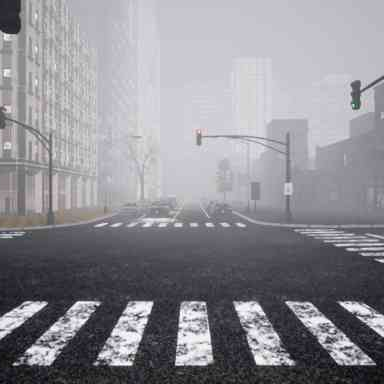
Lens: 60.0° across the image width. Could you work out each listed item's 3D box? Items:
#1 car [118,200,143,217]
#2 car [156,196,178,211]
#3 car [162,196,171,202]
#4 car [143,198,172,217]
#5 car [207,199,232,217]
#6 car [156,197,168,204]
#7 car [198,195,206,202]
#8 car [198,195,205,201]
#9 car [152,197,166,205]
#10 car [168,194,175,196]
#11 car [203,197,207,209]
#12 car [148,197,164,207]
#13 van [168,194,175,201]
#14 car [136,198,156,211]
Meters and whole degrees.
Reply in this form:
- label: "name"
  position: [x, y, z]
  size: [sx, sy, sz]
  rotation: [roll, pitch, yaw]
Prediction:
- label: "car"
  position: [-5.707, 1.591, 30.816]
  size: [1.802, 1.307, 4.206]
  rotation: [0, 0, 0]
- label: "car"
  position: [-3.120, 1.579, 40.960]
  size: [1.994, 1.385, 4.181]
  rotation: [0, 0, 0]
- label: "car"
  position: [-5.732, 1.631, 75.143]
  size: [1.802, 1.307, 4.206]
  rotation: [0, 0, 0]
- label: "car"
  position: [-3.135, 1.573, 30.997]
  size: [1.994, 1.385, 4.181]
  rotation: [0, 0, -2]
- label: "car"
  position: [2.675, 1.554, 30.821]
  size: [1.887, 1.381, 4.507]
  rotation: [0, 0, 0]
- label: "car"
  position: [-5.726, 1.600, 64.062]
  size: [1.947, 1.339, 4.313]
  rotation: [0, 0, 0]
- label: "car"
  position: [2.649, 1.600, 75.148]
  size: [2.008, 1.369, 4.403]
  rotation: [0, 0, 0]
- label: "car"
  position: [2.639, 1.639, 91.771]
  size: [1.947, 1.339, 4.313]
  rotation: [0, 0, 0]
- label: "car"
  position: [-5.722, 1.594, 58.520]
  size: [1.947, 1.339, 4.313]
  rotation: [0, 0, 0]
- label: "car"
  position: [-3.117, 1.500, 50.943]
  size: [1.882, 1.535, 5.008]
  rotation: [0, 0, 0]
- label: "car"
  position: [2.668, 1.598, 41.903]
  size: [1.802, 1.307, 4.206]
  rotation: [0, 0, 0]
- label: "car"
  position: [-5.718, 1.574, 52.980]
  size: [2.008, 1.369, 4.403]
  rotation: [0, 0, 0]
- label: "van"
  position: [-5.741, 1.414, 91.766]
  size: [1.690, 1.788, 3.998]
  rotation: [0, 0, 0]
- label: "car"
  position: [-5.713, 1.541, 41.728]
  size: [1.752, 1.417, 4.829]
  rotation: [0, 0, 0]
